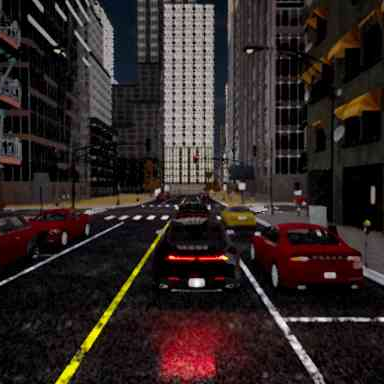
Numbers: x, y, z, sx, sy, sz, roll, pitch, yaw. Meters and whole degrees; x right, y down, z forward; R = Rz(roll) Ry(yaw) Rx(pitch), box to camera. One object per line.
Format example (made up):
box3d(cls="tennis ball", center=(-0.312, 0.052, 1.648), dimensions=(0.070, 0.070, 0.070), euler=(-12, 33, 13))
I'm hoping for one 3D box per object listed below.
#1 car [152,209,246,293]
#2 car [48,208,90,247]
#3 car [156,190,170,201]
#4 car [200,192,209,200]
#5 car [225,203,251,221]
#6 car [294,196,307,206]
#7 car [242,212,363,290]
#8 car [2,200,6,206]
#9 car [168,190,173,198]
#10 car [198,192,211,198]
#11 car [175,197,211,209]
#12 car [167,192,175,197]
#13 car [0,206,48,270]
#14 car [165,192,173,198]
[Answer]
box3d(cls="car", center=(0.087, 1.414, 8.601), dimensions=(1.837, 1.490, 4.892), euler=(0, 1, 0))
box3d(cls="car", center=(-5.717, 1.397, 14.197), dimensions=(1.887, 1.381, 4.507), euler=(-1, 1, 0))
box3d(cls="car", center=(-5.779, 0.896, 63.230), dimensions=(1.887, 1.381, 4.507), euler=(-1, 1, 0))
box3d(cls="car", center=(2.593, 0.818, 68.969), dimensions=(1.752, 1.417, 4.829), euler=(-1, 1, 0))
box3d(cls="car", center=(2.656, 1.319, 19.886), dimensions=(1.752, 1.417, 4.829), euler=(-1, 1, 0))
box3d(cls="car", center=(14.201, 0.857, 38.852), dimensions=(4.507, 1.381, 1.887), euler=(-1, 2, 0))
box3d(cls="car", center=(2.671, 1.453, 8.670), dimensions=(1.887, 1.381, 4.507), euler=(-1, 1, 0))
box3d(cls="car", center=(-23.897, 1.353, 38.484), dimensions=(4.097, 1.590, 1.967), euler=(-1, 2, 0))
box3d(cls="car", center=(-5.789, 0.610, 68.788), dimensions=(2.192, 1.841, 5.009), euler=(-1, 1, 0))
box3d(cls="car", center=(2.599, 0.791, 63.239), dimensions=(1.967, 1.590, 4.097), euler=(-1, 1, 0))
box3d(cls="car", center=(0.072, 1.281, 18.873), dimensions=(1.882, 1.535, 5.008), euler=(0, 1, 0))
box3d(cls="car", center=(-5.815, 0.615, 91.026), dimensions=(1.887, 1.381, 4.507), euler=(-1, 1, 0))
box3d(cls="car", center=(-5.711, 1.349, 8.672), dimensions=(1.967, 1.590, 4.097), euler=(-1, 1, 0))
box3d(cls="car", center=(-5.809, 0.654, 85.297), dimensions=(1.752, 1.417, 4.829), euler=(-1, 1, 0))
